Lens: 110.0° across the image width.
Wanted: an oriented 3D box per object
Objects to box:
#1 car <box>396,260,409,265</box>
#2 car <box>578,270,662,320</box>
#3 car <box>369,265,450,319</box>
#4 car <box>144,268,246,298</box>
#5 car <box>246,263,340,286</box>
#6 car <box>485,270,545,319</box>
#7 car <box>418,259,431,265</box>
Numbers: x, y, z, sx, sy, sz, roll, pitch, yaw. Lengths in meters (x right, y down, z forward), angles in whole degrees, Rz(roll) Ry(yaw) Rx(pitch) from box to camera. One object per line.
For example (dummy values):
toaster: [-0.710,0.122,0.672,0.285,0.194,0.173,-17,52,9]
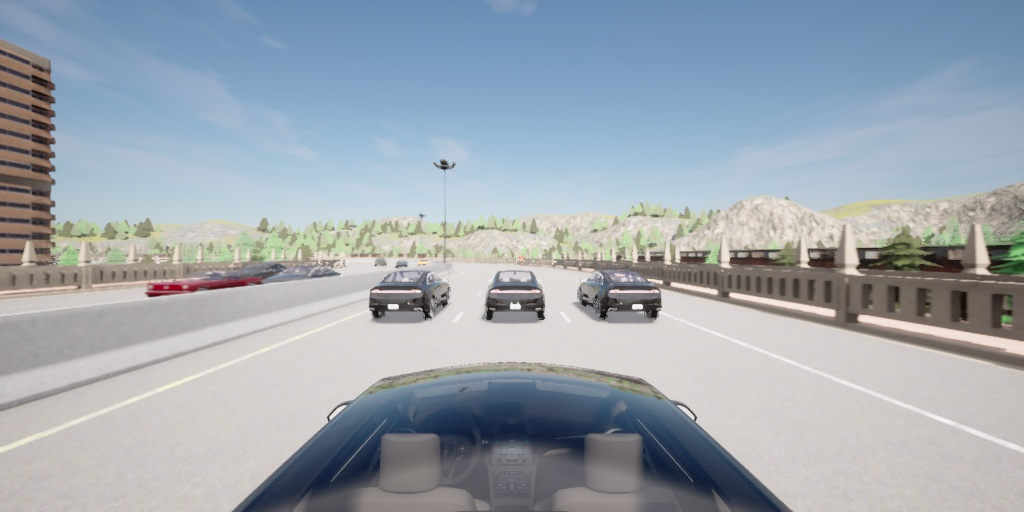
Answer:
car: [-17.663,1.296,57.972,2.033,1.411,5.357,0,0,-15]
car: [3.596,1.242,12.691,2.128,1.511,4.902,0,0,0]
car: [-3.403,1.241,12.705,2.128,1.511,4.902,0,0,0]
car: [-14.103,1.350,16.830,1.895,1.301,4.718,0,0,0]
car: [-10.608,1.241,18.353,2.128,1.511,4.902,0,0,0]
car: [0.100,1.241,12.696,2.128,1.511,4.902,0,0,0]
car: [-14.721,1.226,60.153,1.882,1.535,5.008,0,0,-16]
